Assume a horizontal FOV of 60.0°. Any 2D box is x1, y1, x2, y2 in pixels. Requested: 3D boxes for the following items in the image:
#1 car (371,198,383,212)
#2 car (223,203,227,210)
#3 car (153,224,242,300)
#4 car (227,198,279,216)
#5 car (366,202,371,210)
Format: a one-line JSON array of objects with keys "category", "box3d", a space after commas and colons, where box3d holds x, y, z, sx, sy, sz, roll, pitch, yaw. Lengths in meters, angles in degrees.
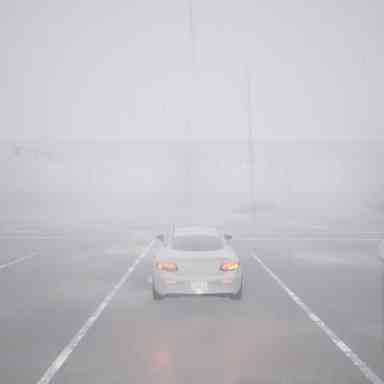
[{"category": "car", "box3d": [21.653, 1.486, 34.457, 4.718, 1.301, 1.895, -1, 0, 2]}, {"category": "car", "box3d": [6.018, 1.475, 38.381, 4.902, 1.511, 2.128, 0, 0, 2]}, {"category": "car", "box3d": [0.071, 1.527, 8.277, 1.812, 1.442, 4.674, 0, 0, -1]}, {"category": "car", "box3d": [6.200, 1.483, 32.262, 4.892, 1.490, 1.837, 0, -1, -26]}, {"category": "car", "box3d": [22.528, 1.357, 37.937, 5.008, 1.535, 1.882, -1, 0, 1]}]
